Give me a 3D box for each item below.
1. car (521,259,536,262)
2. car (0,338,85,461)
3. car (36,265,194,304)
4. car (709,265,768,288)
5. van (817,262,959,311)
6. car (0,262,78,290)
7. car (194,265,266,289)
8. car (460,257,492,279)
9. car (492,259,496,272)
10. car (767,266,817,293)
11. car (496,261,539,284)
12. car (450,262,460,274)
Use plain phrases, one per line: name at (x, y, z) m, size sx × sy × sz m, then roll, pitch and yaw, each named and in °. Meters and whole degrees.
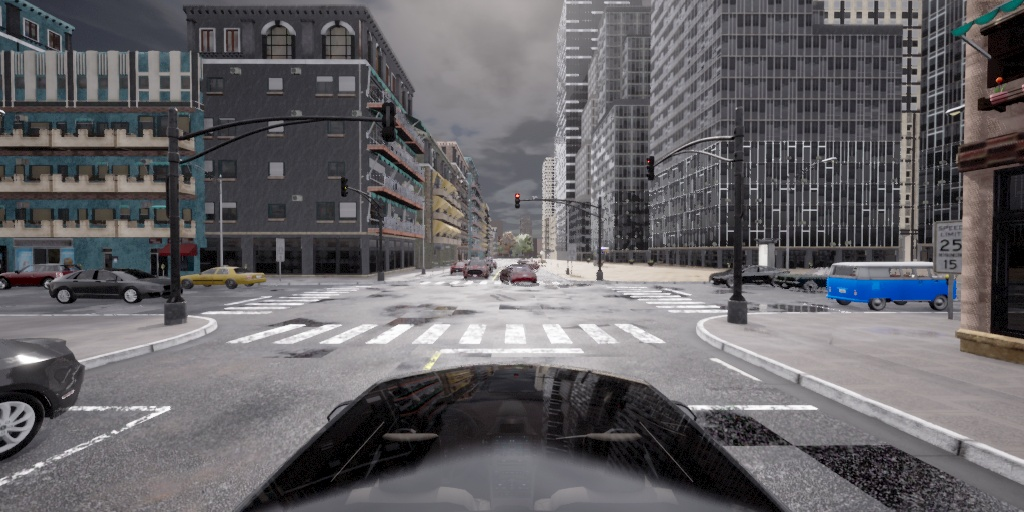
car at (2.519, 1.289, 45.989) m, size 1.888 × 1.381 × 4.507 m, roll 0°, pitch 0°, yaw 0°
car at (-5.690, 1.300, 2.190) m, size 2.007 × 1.370 × 4.403 m, roll 0°, pitch 0°, yaw 0°
car at (-17.901, 1.314, 16.331) m, size 4.892 × 1.490 × 1.837 m, roll 0°, pitch 1°, yaw 0°
car at (14.613, 1.215, 22.290) m, size 4.313 × 1.339 × 1.948 m, roll 0°, pitch 0°, yaw 0°
van at (14.653, 1.117, 13.910) m, size 3.998 × 1.789 × 1.690 m, roll 0°, pitch 0°, yaw 0°
car at (-28.842, 1.190, 22.082) m, size 4.097 × 1.591 × 1.967 m, roll 0°, pitch 0°, yaw 0°
car at (-17.945, 1.247, 22.134) m, size 4.829 × 1.417 × 1.751 m, roll 0°, pitch 0°, yaw 0°
car at (-3.171, 1.097, 32.539) m, size 2.097 × 1.767 × 4.553 m, roll 0°, pitch 0°, yaw -1°
car at (-3.225, 1.345, 42.756) m, size 1.895 × 1.301 × 4.718 m, roll 0°, pitch 0°, yaw 0°
car at (17.199, 1.284, 19.703) m, size 4.718 × 1.301 × 1.895 m, roll 0°, pitch 1°, yaw 0°
car at (0.428, 1.312, 26.803) m, size 1.994 × 1.385 × 4.181 m, roll 0°, pitch 0°, yaw -15°
car at (-5.810, 1.289, 40.256) m, size 1.888 × 1.381 × 4.507 m, roll 0°, pitch 0°, yaw 0°
